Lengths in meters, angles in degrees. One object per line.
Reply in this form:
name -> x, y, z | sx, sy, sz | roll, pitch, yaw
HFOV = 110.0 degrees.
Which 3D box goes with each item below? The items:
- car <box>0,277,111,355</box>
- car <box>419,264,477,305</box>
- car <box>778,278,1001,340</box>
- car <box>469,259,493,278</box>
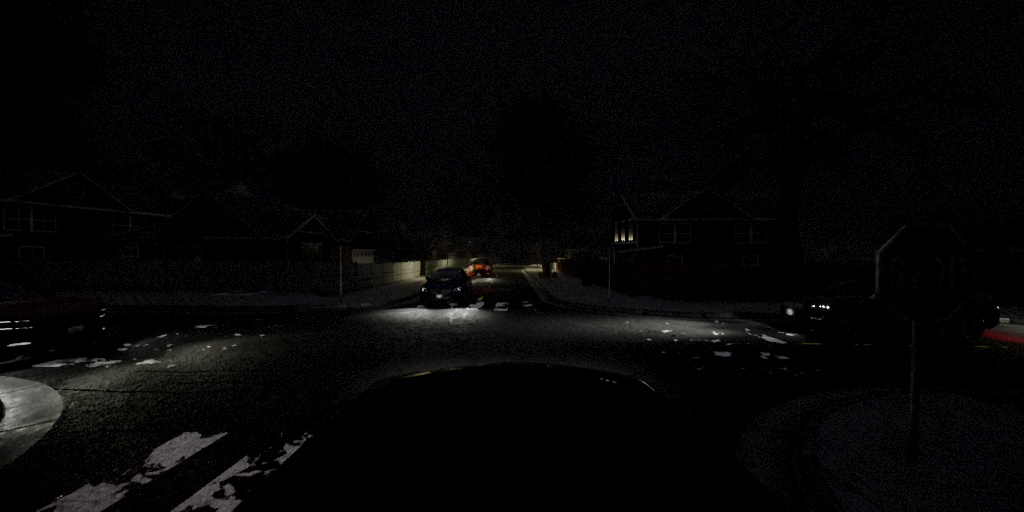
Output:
car -> -10.948, 1.133, 7.036 | 5.008, 1.535, 1.882 | 0, 1, 2
car -> -2.820, 1.278, 16.187 | 1.812, 1.442, 4.674 | 0, 0, 0
car -> 10.313, 1.360, 10.040 | 4.902, 1.511, 2.128 | 1, 1, 2
car -> -2.896, 1.064, 33.487 | 2.097, 1.767, 4.553 | 0, 0, 0
